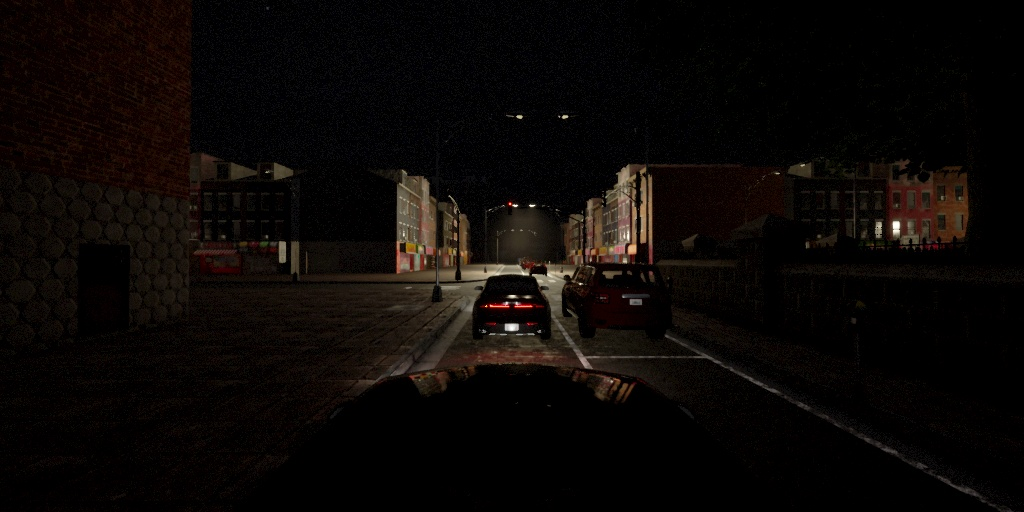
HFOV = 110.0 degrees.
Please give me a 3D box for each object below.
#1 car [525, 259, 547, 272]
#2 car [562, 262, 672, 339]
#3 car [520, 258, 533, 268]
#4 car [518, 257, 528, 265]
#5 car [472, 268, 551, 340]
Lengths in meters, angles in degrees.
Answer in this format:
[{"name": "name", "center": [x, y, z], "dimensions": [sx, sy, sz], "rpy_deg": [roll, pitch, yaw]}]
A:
[{"name": "car", "center": [2.600, 1.334, 36.465], "dimensions": [1.888, 1.381, 4.507], "rpy_deg": [0, 0, 0]}, {"name": "car", "center": [2.629, 1.068, 10.036], "dimensions": [2.192, 1.841, 5.009], "rpy_deg": [0, 0, 0]}, {"name": "car", "center": [2.582, 1.372, 52.777], "dimensions": [1.888, 1.381, 4.507], "rpy_deg": [0, 0, 0]}, {"name": "car", "center": [2.576, 1.157, 58.214], "dimensions": [2.192, 1.841, 5.009], "rpy_deg": [0, 0, 0]}, {"name": "car", "center": [-0.009, 1.258, 9.995], "dimensions": [1.837, 1.490, 4.892], "rpy_deg": [0, 0, 0]}]
